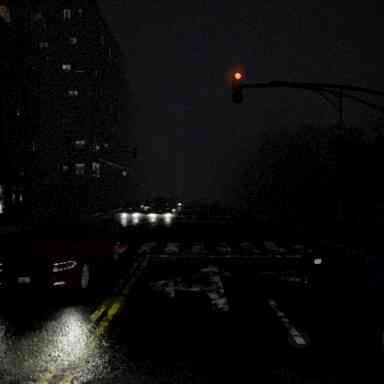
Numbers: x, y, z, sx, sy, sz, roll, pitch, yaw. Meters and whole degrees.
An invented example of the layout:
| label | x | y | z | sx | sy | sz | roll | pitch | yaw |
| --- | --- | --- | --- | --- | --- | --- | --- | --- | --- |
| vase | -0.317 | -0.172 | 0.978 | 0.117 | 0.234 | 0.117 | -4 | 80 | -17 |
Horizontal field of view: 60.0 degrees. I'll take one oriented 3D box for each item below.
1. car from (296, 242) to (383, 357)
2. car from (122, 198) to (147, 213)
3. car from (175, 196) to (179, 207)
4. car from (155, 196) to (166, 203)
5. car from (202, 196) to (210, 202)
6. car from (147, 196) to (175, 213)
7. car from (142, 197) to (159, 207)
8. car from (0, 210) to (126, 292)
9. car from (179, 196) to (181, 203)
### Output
| label | x | y | z | sx | sy | sz | roll | pitch | yaw |
| --- | --- | --- | --- | --- | --- | --- | --- | --- | --- |
| car | 3.355 | 1.547 | 5.374 | 2.033 | 1.411 | 5.357 | 0 | 0 | 0 |
| car | -6.575 | 1.569 | 37.498 | 1.994 | 1.385 | 4.181 | 0 | 0 | 0 |
| car | -3.316 | 1.488 | 47.950 | 1.882 | 1.535 | 5.008 | 0 | 0 | 0 |
| car | -6.457 | 1.576 | 68.784 | 1.994 | 1.385 | 4.181 | 0 | 0 | 0 |
| car | 3.302 | 1.628 | 78.391 | 1.895 | 1.301 | 4.718 | 0 | 0 | 0 |
| car | -3.327 | 1.357 | 36.889 | 2.097 | 1.767 | 4.553 | 0 | 0 | 0 |
| car | -6.563 | 1.560 | 53.125 | 2.033 | 1.411 | 5.357 | 0 | 0 | 0 |
| car | -3.346 | 1.477 | 9.132 | 1.882 | 1.535 | 5.008 | 0 | 0 | 0 |
| car | -3.216 | 1.531 | 68.407 | 1.837 | 1.490 | 4.892 | 0 | 0 | 0 |
